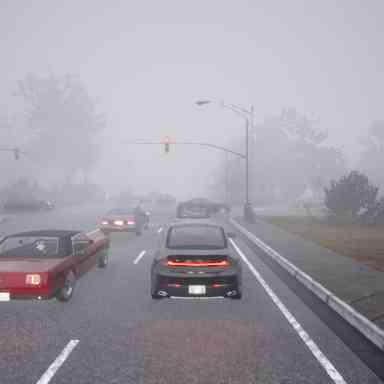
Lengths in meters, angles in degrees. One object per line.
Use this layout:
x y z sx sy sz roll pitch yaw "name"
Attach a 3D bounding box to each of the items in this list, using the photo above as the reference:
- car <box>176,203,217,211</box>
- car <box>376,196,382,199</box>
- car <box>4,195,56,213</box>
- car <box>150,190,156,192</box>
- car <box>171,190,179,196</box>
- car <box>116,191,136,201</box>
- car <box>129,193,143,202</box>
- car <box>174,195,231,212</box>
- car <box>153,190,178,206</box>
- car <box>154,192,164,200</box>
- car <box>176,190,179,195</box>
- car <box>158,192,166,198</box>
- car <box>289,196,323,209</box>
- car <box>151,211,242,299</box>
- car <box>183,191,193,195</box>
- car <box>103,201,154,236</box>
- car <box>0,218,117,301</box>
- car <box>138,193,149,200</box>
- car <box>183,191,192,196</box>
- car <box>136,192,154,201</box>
0.084 1.496 17.656 1.895 1.301 4.718 0 0 0 "car"
23.759 0.941 38.969 5.566 2.045 2.150 0 0 -3 "car"
-16.126 1.116 33.375 4.553 1.767 2.097 0 0 -9 "car"
-7.151 0.730 63.481 2.150 2.045 5.566 0 1 -1 "car"
-4.882 0.279 94.774 2.097 1.767 4.553 0 1 -7 "car"
-10.679 0.818 53.826 2.150 2.045 5.566 0 0 0 "car"
-10.661 0.984 63.713 1.882 1.535 5.008 0 1 0 "car"
1.083 1.267 30.438 5.008 1.535 1.882 0 0 -3 "car"
-3.752 0.996 48.147 2.097 1.767 4.553 0 0 5 "car"
-7.220 0.872 73.671 1.882 1.535 5.008 0 1 -1 "car"
-4.124 0.760 84.726 2.128 1.511 4.902 0 1 -4 "car"
-7.583 0.776 83.940 1.812 1.442 4.674 0 1 -3 "car"
13.675 1.216 38.383 4.902 1.511 2.128 0 0 -3 "car"
0.090 1.473 8.343 1.837 1.490 4.892 0 0 0 "car"
-0.651 0.779 85.262 1.994 1.385 4.181 0 1 -4 "car"
-3.442 1.442 17.753 2.033 1.411 5.357 0 0 -1 "car"
-3.411 1.570 8.164 1.895 1.301 4.718 0 0 0 "car"
-10.724 0.987 73.799 1.895 1.301 4.718 0 1 -1 "car"
-1.402 0.460 95.140 2.033 1.411 5.357 0 1 -7 "car"
-7.180 1.149 53.306 2.033 1.411 5.357 0 0 0 "car"
